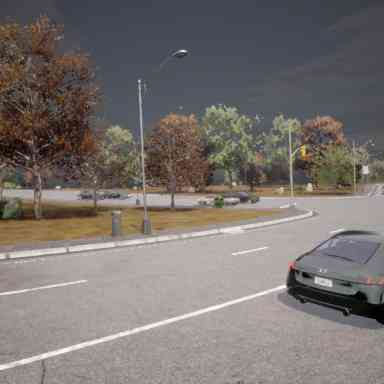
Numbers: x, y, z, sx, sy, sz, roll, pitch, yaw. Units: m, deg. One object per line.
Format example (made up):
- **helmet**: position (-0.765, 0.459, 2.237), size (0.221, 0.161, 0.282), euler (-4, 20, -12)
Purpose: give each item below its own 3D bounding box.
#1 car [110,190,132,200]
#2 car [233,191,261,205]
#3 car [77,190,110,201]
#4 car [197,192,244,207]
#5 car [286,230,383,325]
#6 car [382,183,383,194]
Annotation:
- **car**: position (-11.398, 0.407, 51.080), size (4.902, 1.511, 2.128), euler (2, 4, 33)
- **car**: position (5.810, 0.672, 39.973), size (4.892, 1.490, 1.837), euler (0, 3, 33)
- **car**: position (-14.892, 0.531, 49.177), size (4.892, 1.490, 1.837), euler (2, 4, 33)
- **car**: position (3.021, 0.941, 37.618), size (4.718, 1.301, 1.895), euler (0, 3, 33)
- **car**: position (3.890, 1.516, 7.068), size (4.181, 1.385, 1.994), euler (-1, 0, -38)
- **car**: position (29.725, -0.834, 49.633), size (2.150, 2.045, 5.566), euler (-1, 2, 31)
